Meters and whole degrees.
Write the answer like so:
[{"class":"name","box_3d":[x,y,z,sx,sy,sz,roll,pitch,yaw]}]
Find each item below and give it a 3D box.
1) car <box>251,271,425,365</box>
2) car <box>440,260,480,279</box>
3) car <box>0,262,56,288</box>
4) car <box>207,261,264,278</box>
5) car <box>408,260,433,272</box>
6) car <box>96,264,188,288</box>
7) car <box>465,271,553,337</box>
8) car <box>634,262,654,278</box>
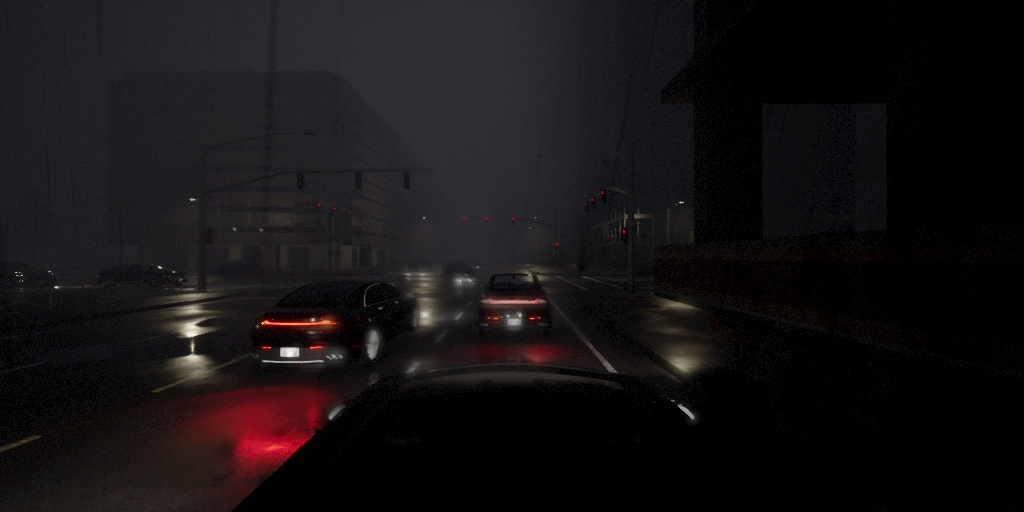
[{"class":"car","box_3d":[-3.451,1.255,8.018,1.837,1.490,4.892,0,0,0]},{"class":"car","box_3d":[-5.199,1.323,33.684,2.033,1.411,5.357,0,0,-29]},{"class":"car","box_3d":[-33.392,1.157,23.716,4.553,1.767,2.097,0,0,0]},{"class":"car","box_3d":[-26.595,1.283,34.297,5.008,1.535,1.882,0,0,1]},{"class":"car","box_3d":[-11.137,1.228,43.854,1.882,1.535,5.008,0,0,3]},{"class":"car","box_3d":[-24.325,1.297,23.697,4.902,1.511,2.128,0,0,0]},{"class":"car","box_3d":[0.060,1.242,10.337,2.128,1.511,4.902,0,0,0]},{"class":"car","box_3d":[13.951,1.297,34.326,4.902,1.511,2.128,0,0,0]}]
